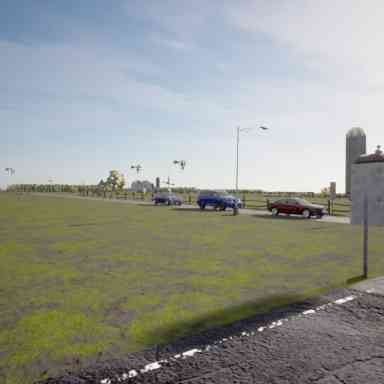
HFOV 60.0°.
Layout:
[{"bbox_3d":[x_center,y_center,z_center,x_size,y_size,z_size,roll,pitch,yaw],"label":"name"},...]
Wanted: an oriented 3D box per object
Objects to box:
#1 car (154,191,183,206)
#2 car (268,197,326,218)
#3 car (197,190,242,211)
[{"bbox_3d":[-3.127,0.827,43.304,2.097,1.767,4.553,1,0,-36],"label":"car"},{"bbox_3d":[8.526,1.234,27.275,1.882,1.535,5.008,1,0,-36],"label":"car"},{"bbox_3d":[2.776,0.837,35.187,2.150,2.045,5.566,1,0,-36],"label":"car"}]
